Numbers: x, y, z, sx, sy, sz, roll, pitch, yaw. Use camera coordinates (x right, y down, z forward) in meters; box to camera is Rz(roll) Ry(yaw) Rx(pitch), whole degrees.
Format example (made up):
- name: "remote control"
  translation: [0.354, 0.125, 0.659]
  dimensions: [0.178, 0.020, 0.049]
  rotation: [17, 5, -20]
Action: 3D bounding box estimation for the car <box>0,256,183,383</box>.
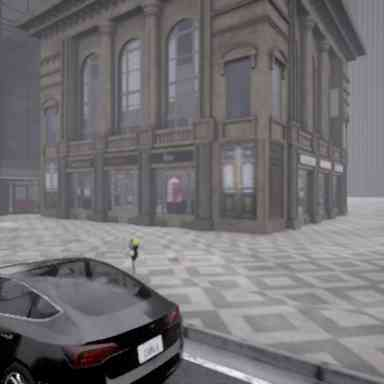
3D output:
- name: "car"
  translation: [-2.095, 1.562, 4.455]
  dimensions: [4.313, 1.339, 1.947]
  rotation: [0, 0, 36]
